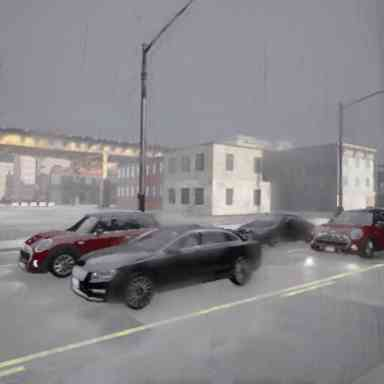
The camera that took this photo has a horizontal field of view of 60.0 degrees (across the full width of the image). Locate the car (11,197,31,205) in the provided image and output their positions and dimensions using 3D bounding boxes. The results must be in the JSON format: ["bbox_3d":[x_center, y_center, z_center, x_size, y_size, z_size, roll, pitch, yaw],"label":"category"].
[{"bbox_3d":[-38.909,2.296,77.495,4.974,1.542,2.038,0,-1,24],"label":"car"}]

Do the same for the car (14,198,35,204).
[{"bbox_3d":[-38.955,2.139,77.518,4.536,1.218,1.853,0,-1,24],"label":"car"}]

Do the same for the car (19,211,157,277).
[{"bbox_3d":[-2.899,1.446,10.575,4.553,1.767,2.097,1,-1,-37],"label":"car"}]

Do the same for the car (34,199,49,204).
[{"bbox_3d":[-35.185,2.194,77.690,1.853,1.218,4.536,1,-1,-6],"label":"car"}]

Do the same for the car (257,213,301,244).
[{"bbox_3d":[4.033,1.719,15.706,4.181,1.385,1.994,0,-1,-36],"label":"car"}]

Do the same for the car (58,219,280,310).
[{"bbox_3d":[-0.356,1.569,8.105,4.902,1.511,2.128,1,-1,-37],"label":"car"}]

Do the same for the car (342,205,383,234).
[{"bbox_3d":[12.163,1.685,21.726,4.902,1.511,2.128,0,0,-36],"label":"car"}]

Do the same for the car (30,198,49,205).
[{"bbox_3d":[-35.181,2.351,77.636,2.038,1.542,4.974,1,-1,-6],"label":"car"}]

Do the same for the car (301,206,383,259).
[{"bbox_3d":[6.790,1.492,13.394,4.553,1.767,2.097,0,-1,-37],"label":"car"}]
